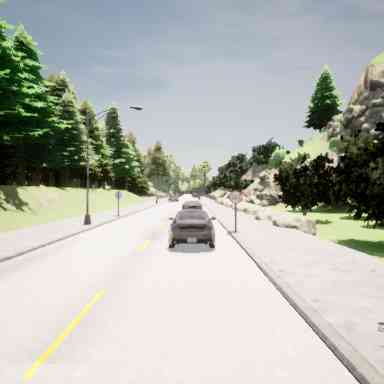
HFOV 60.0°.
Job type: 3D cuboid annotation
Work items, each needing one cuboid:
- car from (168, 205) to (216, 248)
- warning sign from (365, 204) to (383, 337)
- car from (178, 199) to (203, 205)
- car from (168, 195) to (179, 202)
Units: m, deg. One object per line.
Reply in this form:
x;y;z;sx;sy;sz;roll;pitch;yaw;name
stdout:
0.000;1.520;14.650;1.837;1.490;4.892;0;0;0;car
3.350;1.116;4.649;1.300;1.860;1.060;0;0;0;warning sign
0.000;1.492;29.650;1.882;1.535;5.008;0;0;0;car
-3.999;1.345;72.820;2.097;1.767;4.553;0;0;0;car
